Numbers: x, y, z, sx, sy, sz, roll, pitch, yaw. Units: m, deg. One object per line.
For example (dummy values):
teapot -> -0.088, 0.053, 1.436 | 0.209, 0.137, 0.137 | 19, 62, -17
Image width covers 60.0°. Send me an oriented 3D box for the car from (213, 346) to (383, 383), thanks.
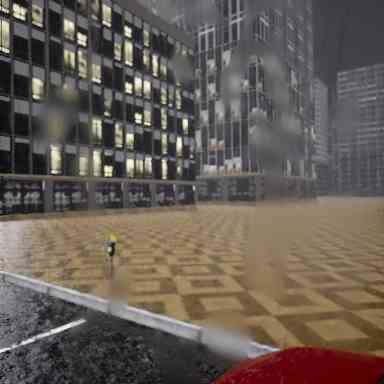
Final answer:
car -> 2.039, 1.544, 1.439 | 4.507, 1.381, 1.887 | 0, -1, 36
